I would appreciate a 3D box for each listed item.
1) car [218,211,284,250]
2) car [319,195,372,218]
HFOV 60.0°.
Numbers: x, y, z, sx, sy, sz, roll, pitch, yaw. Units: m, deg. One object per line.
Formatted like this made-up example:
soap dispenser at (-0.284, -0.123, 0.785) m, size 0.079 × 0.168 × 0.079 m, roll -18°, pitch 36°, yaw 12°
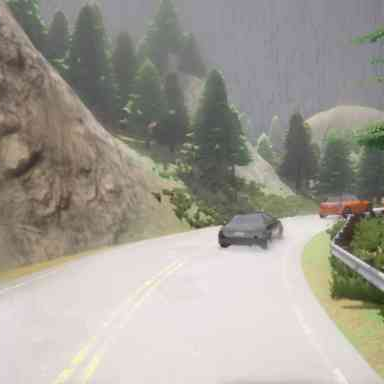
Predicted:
car at (2.600, 1.497, 14.176) m, size 1.994 × 1.385 × 4.181 m, roll -2°, pitch 0°, yaw 25°
car at (11.558, 0.970, 24.930) m, size 4.553 × 1.767 × 2.097 m, roll -3°, pitch -2°, yaw -35°
